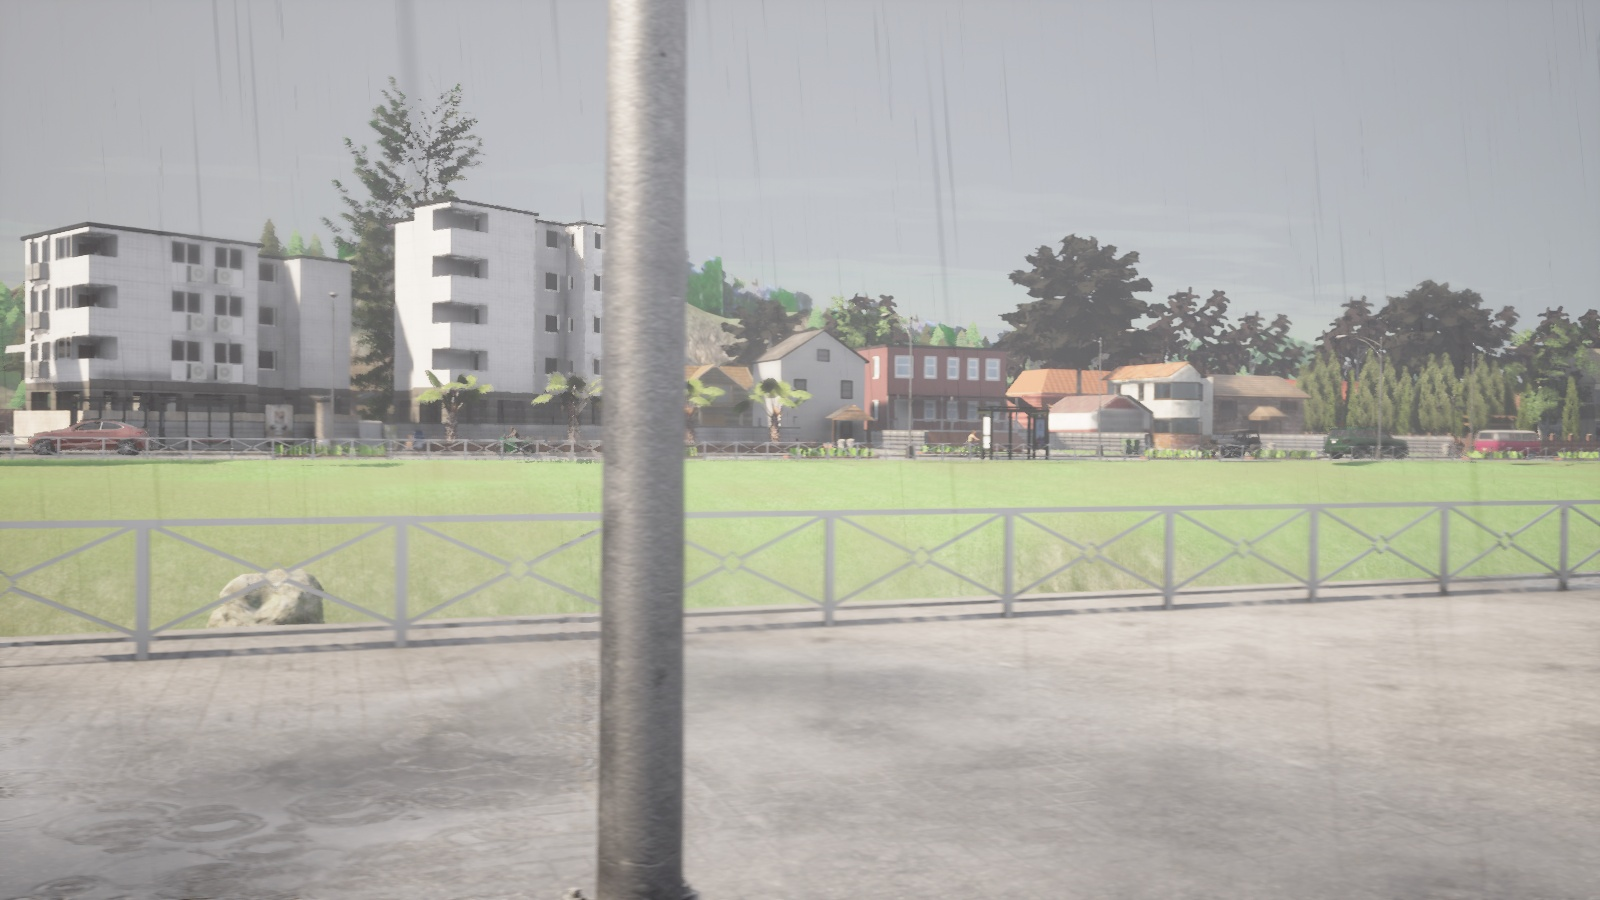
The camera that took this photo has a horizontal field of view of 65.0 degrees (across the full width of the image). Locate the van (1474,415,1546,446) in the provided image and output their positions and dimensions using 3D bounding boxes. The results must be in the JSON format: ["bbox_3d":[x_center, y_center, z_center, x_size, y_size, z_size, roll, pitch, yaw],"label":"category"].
[{"bbox_3d":[47.154,-1.316,83.392,4.442,1.987,1.775,-1,1,-21],"label":"van"}]

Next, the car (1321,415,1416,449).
[{"bbox_3d":[35.807,-1.157,79.087,5.566,2.045,2.150,-1,1,-21],"label":"car"}]

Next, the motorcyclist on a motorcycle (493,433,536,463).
[{"bbox_3d":[-14.622,-0.107,64.235,2.044,1.523,0.797,-1,1,-21],"label":"motorcyclist on a motorcycle"}]

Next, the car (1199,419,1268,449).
[{"bbox_3d":[27.697,-1.012,80.289,3.866,1.878,1.905,-1,1,-21],"label":"car"}]

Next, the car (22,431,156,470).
[{"bbox_3d":[-32.447,-0.008,57.470,5.027,1.651,2.152,-1,1,-21],"label":"car"}]
